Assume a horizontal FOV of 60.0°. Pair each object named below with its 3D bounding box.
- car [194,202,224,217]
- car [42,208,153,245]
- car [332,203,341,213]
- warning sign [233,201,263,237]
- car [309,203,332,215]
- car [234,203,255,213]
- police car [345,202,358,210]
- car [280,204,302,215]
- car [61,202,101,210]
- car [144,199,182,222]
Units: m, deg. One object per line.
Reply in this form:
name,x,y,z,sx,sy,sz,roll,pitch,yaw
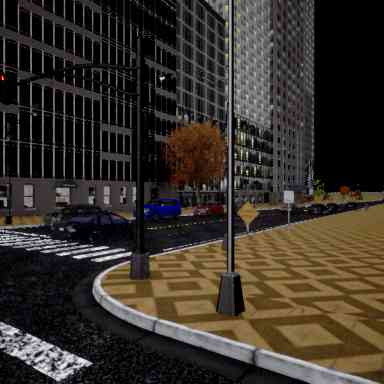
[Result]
car,2.089,1.995,40.403,2.097,1.767,4.553,0,-1,33
car,-4.609,1.783,17.165,2.033,1.411,5.357,0,-1,31
car,23.125,2.574,54.687,1.837,1.490,4.892,0,-1,33
warning sign,3.127,1.454,18.553,1.300,1.860,1.060,1,1,33
car,17.724,2.398,46.298,1.837,1.490,4.892,0,-1,33
car,7.589,2.371,48.861,2.033,1.411,5.357,0,-1,33
police car,31.544,2.738,65.819,1.930,1.638,5.238,0,-1,33
car,13.854,2.401,46.388,2.033,1.411,5.357,0,-1,33
car,-8.428,1.648,24.099,2.097,1.767,4.553,0,-1,33
car,-3.210,1.689,32.191,2.150,2.045,5.566,0,-1,33
